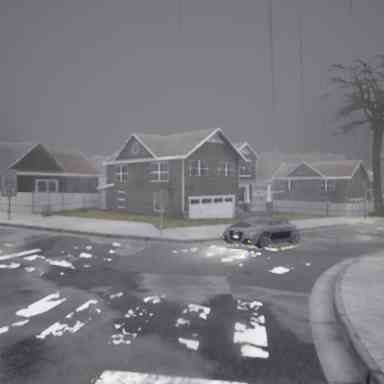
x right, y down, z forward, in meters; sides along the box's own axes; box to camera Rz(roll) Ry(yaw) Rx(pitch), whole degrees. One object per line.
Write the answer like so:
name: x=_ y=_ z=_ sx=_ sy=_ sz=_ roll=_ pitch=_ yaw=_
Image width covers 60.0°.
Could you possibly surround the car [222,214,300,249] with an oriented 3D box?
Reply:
car: x=3.364 y=1.788 z=15.806 sx=4.181 sy=1.385 sz=1.994 roll=2 pitch=0 yaw=-43
